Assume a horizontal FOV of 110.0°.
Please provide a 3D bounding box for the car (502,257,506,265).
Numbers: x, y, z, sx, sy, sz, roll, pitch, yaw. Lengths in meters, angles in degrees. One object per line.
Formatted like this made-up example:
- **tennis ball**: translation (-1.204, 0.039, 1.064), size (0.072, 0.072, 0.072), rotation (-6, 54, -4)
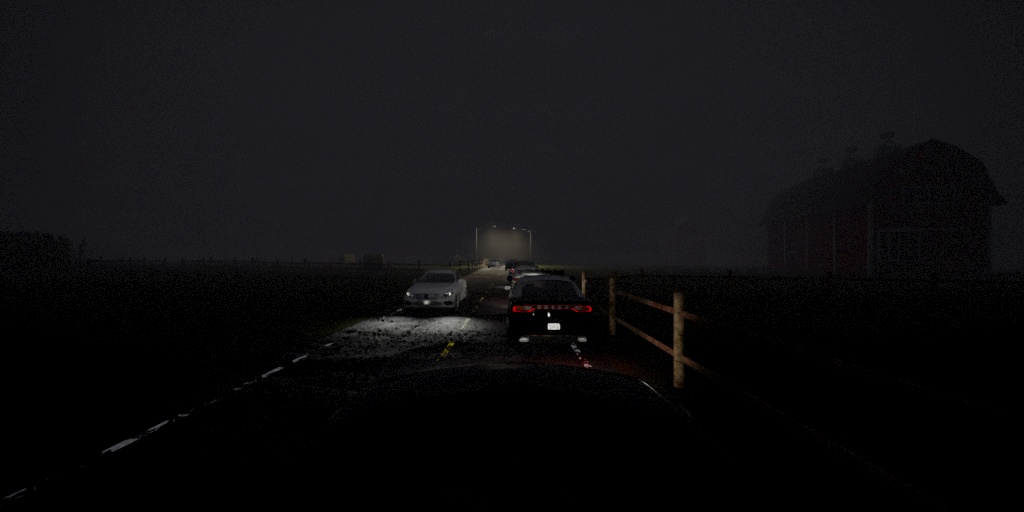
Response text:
- **car**: translation (0.020, 1.220, 49.789), size (1.882, 1.535, 5.008), rotation (0, 0, 0)

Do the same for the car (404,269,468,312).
- **car**: translation (-2.859, 1.275, 14.312), size (1.812, 1.442, 4.674), rotation (0, 0, 0)

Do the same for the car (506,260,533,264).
- **car**: translation (0.806, 1.099, 25.467), size (2.097, 1.767, 4.553), rotation (0, 0, 0)

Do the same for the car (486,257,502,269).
- **car**: translation (-2.881, 1.265, 56.353), size (1.812, 1.442, 4.674), rotation (0, 0, 0)

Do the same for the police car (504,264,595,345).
- **police car**: translation (0.819, 1.174, 9.607), size (1.930, 1.638, 5.238), rotation (0, 0, 0)
